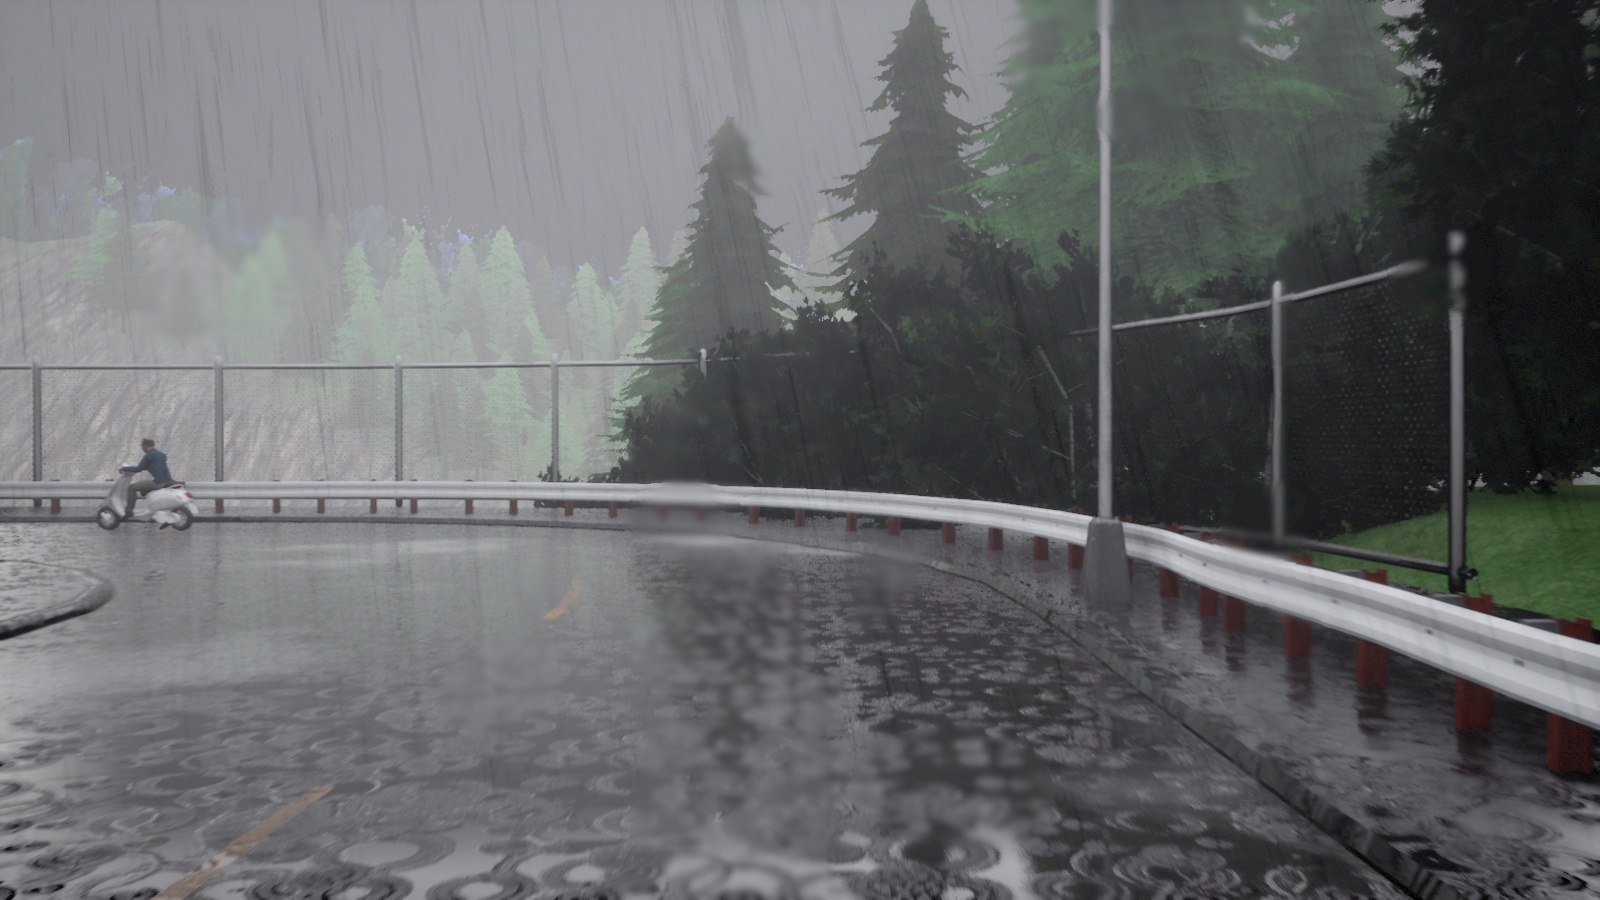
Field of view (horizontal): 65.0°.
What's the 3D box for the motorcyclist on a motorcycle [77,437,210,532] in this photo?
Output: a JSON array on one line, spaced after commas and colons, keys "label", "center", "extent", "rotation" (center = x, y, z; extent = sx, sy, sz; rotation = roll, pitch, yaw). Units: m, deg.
[{"label": "motorcyclist on a motorcycle", "center": [-11.156, 0.571, 21.372], "extent": [1.817, 1.590, 0.866], "rotation": [0, 0, 6]}]
